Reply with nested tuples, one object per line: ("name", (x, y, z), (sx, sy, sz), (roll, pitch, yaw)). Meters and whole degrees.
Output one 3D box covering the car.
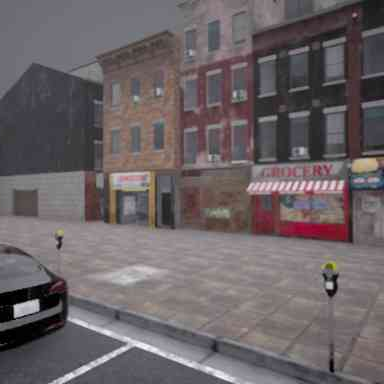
("car", (-3.847, 1.552, 5.559), (4.313, 1.339, 1.947), (0, 0, 35))
